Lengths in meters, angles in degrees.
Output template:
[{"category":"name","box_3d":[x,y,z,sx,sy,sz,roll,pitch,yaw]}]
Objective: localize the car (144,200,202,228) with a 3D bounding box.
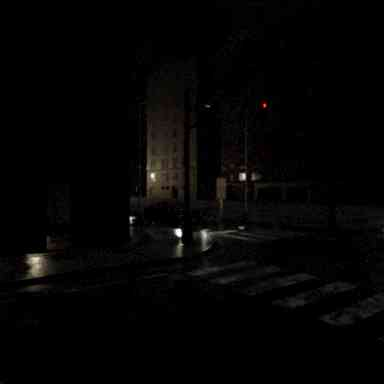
[{"category":"car","box_3d":[-1.288,1.317,21.128,1.882,1.535,5.008,0,0,-34]}]
